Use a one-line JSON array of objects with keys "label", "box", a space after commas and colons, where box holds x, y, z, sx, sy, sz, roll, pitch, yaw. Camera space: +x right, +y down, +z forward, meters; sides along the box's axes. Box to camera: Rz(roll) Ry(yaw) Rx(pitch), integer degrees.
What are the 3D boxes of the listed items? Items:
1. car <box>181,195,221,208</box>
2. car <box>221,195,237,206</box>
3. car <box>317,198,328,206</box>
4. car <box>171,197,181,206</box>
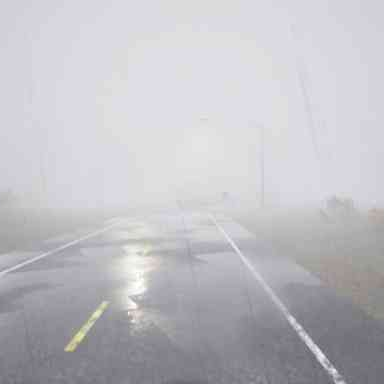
[{"label": "car", "box": [1.222, 1.493, 47.157, 4.892, 1.490, 1.837, 0, 0, -1]}, {"label": "car", "box": [4.916, 1.340, 54.259, 4.553, 1.767, 2.097, 0, 0, -1]}, {"label": "car", "box": [23.182, 1.583, 54.784, 5.008, 1.535, 1.882, -1, 0, -2]}, {"label": "car", "box": [-1.198, 1.325, 54.112, 4.553, 1.767, 2.097, 0, 0, -1]}]
